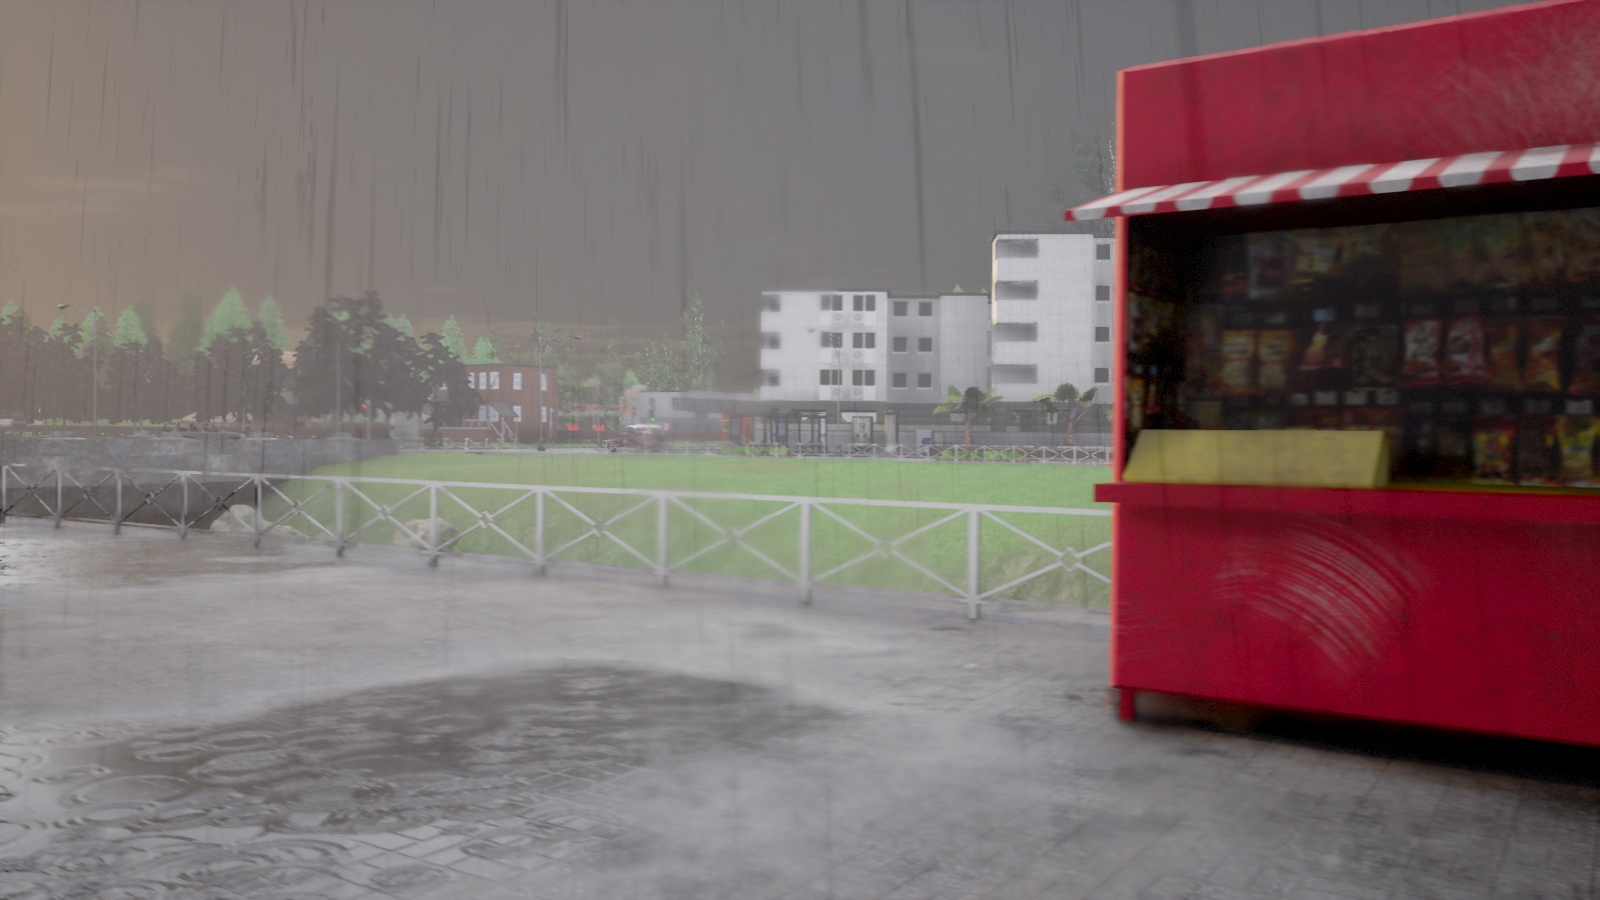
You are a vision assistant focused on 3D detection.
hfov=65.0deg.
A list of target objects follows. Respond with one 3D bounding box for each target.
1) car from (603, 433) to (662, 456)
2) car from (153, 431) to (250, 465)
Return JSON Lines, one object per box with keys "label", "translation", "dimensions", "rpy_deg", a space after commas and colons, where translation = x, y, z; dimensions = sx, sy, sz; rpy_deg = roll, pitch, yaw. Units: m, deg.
{"label": "car", "translation": [-11.454, -0.359, 85.921], "dimensions": [3.705, 1.549, 1.789], "rpy_deg": [0, 1, 34]}
{"label": "car", "translation": [-34.039, -0.119, 71.491], "dimensions": [1.932, 1.855, 4.605], "rpy_deg": [0, 1, 35]}
